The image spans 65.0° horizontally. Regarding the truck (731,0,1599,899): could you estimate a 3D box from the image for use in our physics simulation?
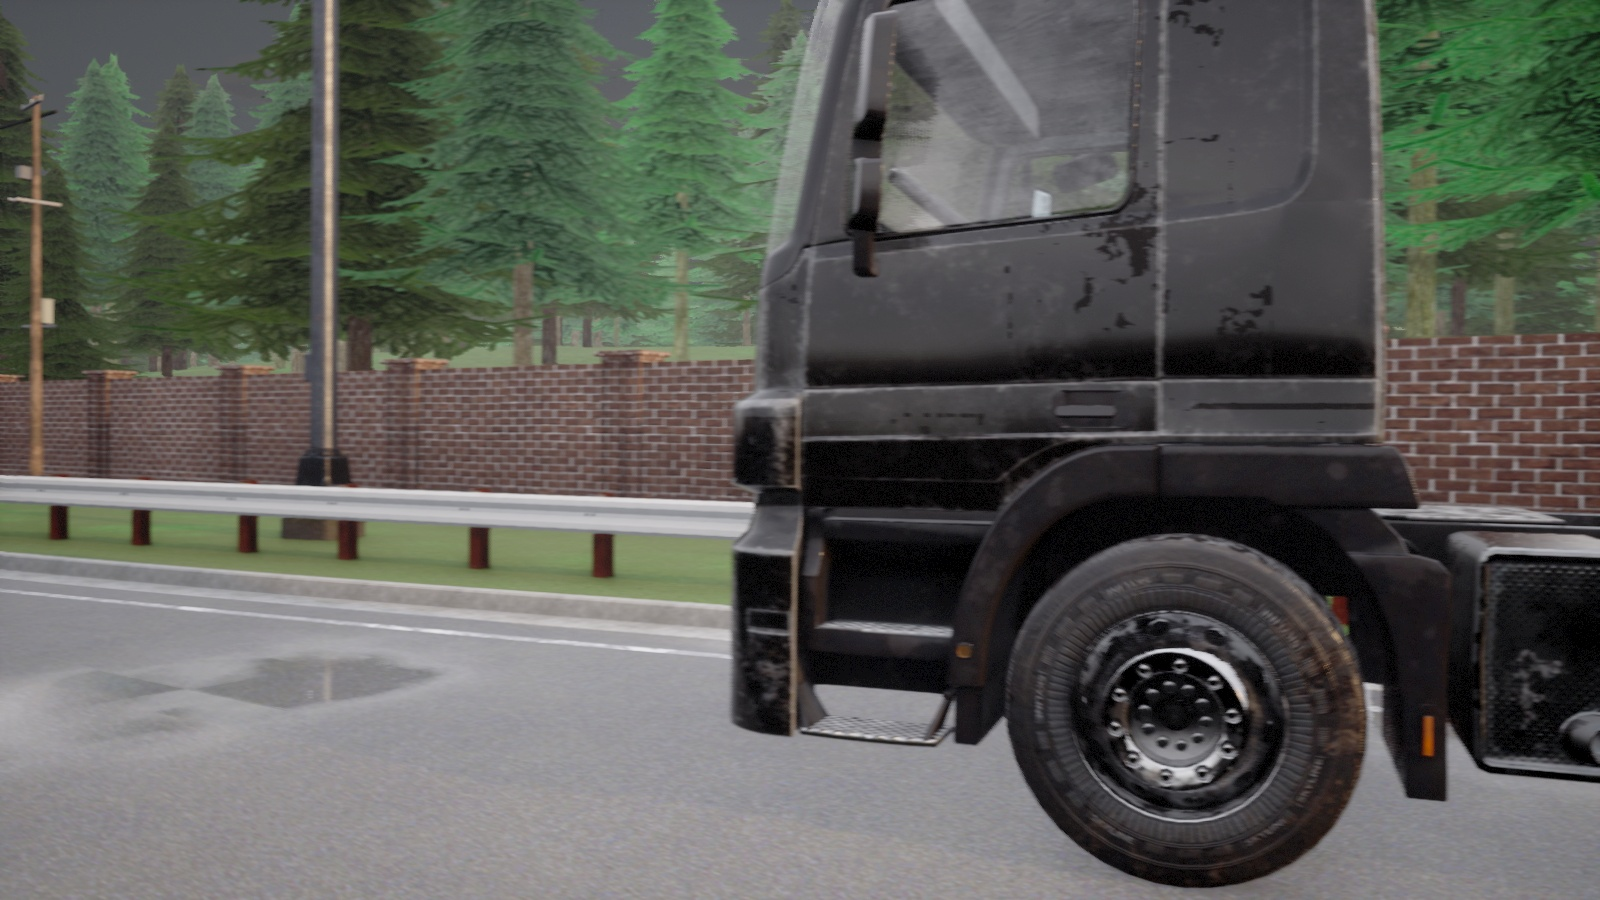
[{"bbox_3d":[3.992,-0.347,4.430,7.936,3.462,2.891,0,1,20],"label":"truck"}]
